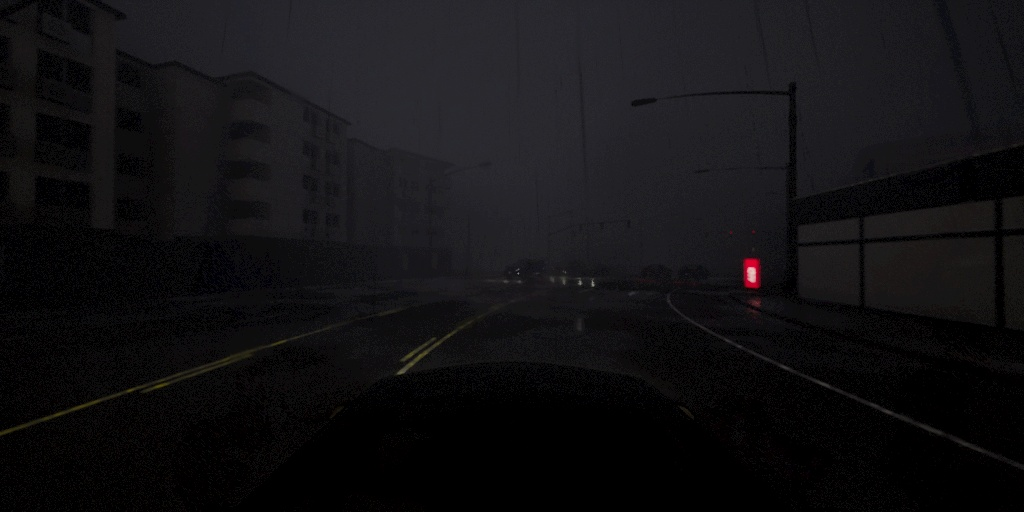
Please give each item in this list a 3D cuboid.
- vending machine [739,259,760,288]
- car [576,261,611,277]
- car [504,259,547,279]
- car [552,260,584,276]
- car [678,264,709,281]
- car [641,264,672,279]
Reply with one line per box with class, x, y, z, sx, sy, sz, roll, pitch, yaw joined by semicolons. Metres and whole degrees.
vending machine;16.051;1.167;23.960;1.100;2.100;0.880;0;0;38
car;9.856;1.662;42.055;1.882;1.535;5.008;0;-1;40
car;1.509;1.331;37.557;2.150;2.045;5.566;-1;-1;39
car;7.164;1.499;44.295;2.150;2.045;5.566;0;-1;40
car;17.818;1.560;35.175;1.882;1.535;5.008;0;-1;41
car;15.143;1.582;37.431;1.882;1.535;5.008;0;-1;41
